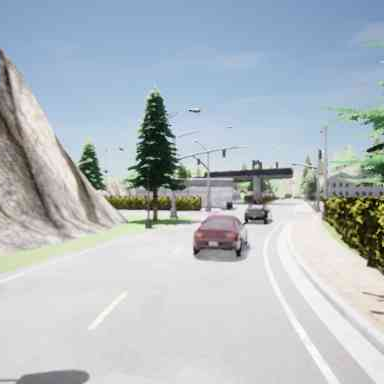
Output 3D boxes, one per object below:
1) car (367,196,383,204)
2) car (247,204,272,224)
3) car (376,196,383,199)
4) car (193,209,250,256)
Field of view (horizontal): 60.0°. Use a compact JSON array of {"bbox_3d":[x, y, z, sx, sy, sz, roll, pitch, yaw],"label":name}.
[{"bbox_3d":[45.218,1.962,80.547,4.605,1.855,1.932,0,-1,18],"label":"car"},{"bbox_3d":[5.589,1.768,27.884,2.128,1.511,4.902,0,0,19],"label":"car"},{"bbox_3d":[40.709,2.043,68.912,4.514,1.523,2.007,0,-1,18],"label":"car"},{"bbox_3d":[1.261,1.659,13.807,1.812,1.442,4.674,0,0,13],"label":"car"}]
